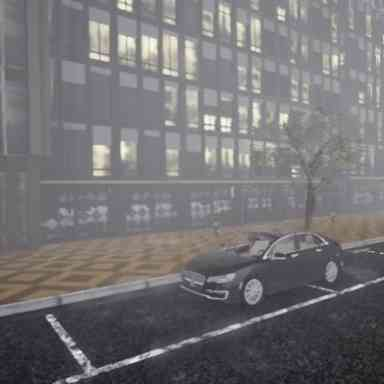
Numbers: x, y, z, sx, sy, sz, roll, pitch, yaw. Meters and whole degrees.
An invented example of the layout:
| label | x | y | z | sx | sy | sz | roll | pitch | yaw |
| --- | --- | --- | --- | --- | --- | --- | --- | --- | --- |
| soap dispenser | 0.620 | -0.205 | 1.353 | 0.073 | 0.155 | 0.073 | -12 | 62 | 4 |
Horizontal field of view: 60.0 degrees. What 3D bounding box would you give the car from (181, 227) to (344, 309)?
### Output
| label | x | y | z | sx | sy | sz | roll | pitch | yaw |
| --- | --- | --- | --- | --- | --- | --- | --- | --- | --- |
| car | 1.798 | 1.551 | 7.794 | 4.403 | 1.369 | 2.008 | -1 | -1 | -35 |
